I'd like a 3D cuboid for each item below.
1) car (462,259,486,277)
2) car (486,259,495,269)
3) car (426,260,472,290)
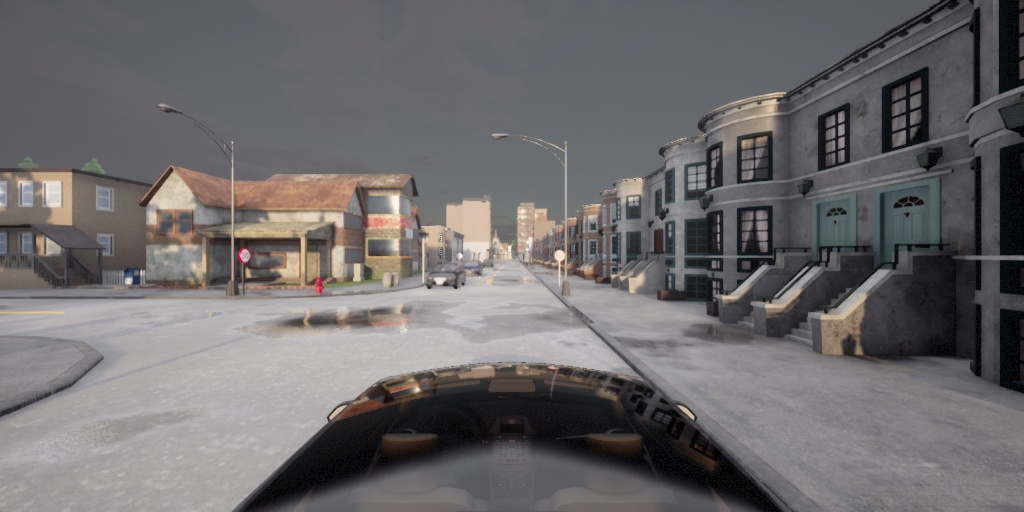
[{"bbox_3d":[-4.004,1.273,36.228,1.812,1.442,4.674,0,0,0],"label":"car"},{"bbox_3d":[-3.859,1.252,58.614,1.837,1.490,4.892,0,-1,1],"label":"car"},{"bbox_3d":[-4.048,1.240,22.590,2.128,1.511,4.902,0,0,0],"label":"car"}]
